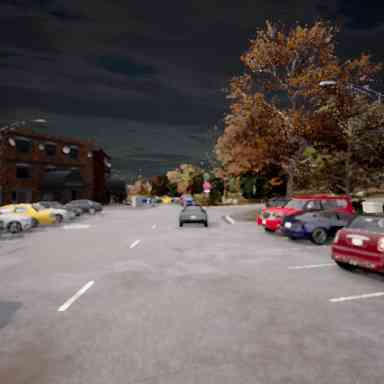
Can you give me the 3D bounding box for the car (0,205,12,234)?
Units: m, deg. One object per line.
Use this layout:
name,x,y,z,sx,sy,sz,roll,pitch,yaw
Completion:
car,-11.423,1.504,15.438,4.892,1.521,2.231,-1,0,-20

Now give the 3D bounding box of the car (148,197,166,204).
car,-7.988,2.055,75.919,1.994,1.385,4.181,0,-1,-23

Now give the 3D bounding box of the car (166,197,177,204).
car,-3.451,1.920,73.916,2.231,1.521,4.892,0,0,-18

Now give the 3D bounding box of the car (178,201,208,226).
car,0.103,1.592,23.411,1.994,1.385,4.181,0,0,0

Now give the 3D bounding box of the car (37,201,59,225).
car,-11.583,1.510,21.233,5.366,1.575,1.946,-1,0,-20

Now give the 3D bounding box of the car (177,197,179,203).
car,-0.999,1.486,62.756,2.435,2.045,5.566,0,-1,-7

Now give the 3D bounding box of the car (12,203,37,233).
car,-11.414,1.547,18.368,4.674,1.452,2.002,-1,0,-20

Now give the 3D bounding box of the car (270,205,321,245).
car,6.428,1.532,15.461,4.792,1.488,2.163,1,0,-20

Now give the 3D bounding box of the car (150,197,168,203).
car,-8.407,2.088,84.087,2.231,1.521,4.892,-1,-1,-35

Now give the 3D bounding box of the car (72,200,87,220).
car,-11.417,1.521,27.170,4.892,1.521,2.231,-1,0,-20

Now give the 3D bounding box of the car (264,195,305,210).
car,10.852,1.198,39.256,4.181,1.385,1.994,-3,1,-5

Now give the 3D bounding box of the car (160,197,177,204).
car,-5.656,2.007,79.216,2.097,1.535,5.008,-1,-1,-27

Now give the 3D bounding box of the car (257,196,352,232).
car,6.380,1.255,18.379,5.566,2.045,2.435,1,0,-20

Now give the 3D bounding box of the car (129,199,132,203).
car,-15.751,2.421,92.978,4.892,1.521,2.231,-4,-2,42

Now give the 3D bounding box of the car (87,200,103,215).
car,-11.405,1.529,33.033,4.892,1.521,2.231,-1,0,-20

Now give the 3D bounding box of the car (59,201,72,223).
car,-11.412,1.555,24.237,4.674,1.452,2.002,-1,0,-20

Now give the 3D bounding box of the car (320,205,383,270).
car,6.374,1.368,9.549,4.553,1.767,2.185,1,0,-20

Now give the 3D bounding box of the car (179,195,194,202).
car,-0.640,1.658,56.769,2.097,1.535,5.008,0,-1,-1

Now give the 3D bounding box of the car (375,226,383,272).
car,6.427,1.521,6.625,4.792,1.488,2.163,1,0,-20

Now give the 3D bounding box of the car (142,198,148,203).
car,-11.925,2.229,88.543,2.097,1.535,5.008,-1,0,-41
